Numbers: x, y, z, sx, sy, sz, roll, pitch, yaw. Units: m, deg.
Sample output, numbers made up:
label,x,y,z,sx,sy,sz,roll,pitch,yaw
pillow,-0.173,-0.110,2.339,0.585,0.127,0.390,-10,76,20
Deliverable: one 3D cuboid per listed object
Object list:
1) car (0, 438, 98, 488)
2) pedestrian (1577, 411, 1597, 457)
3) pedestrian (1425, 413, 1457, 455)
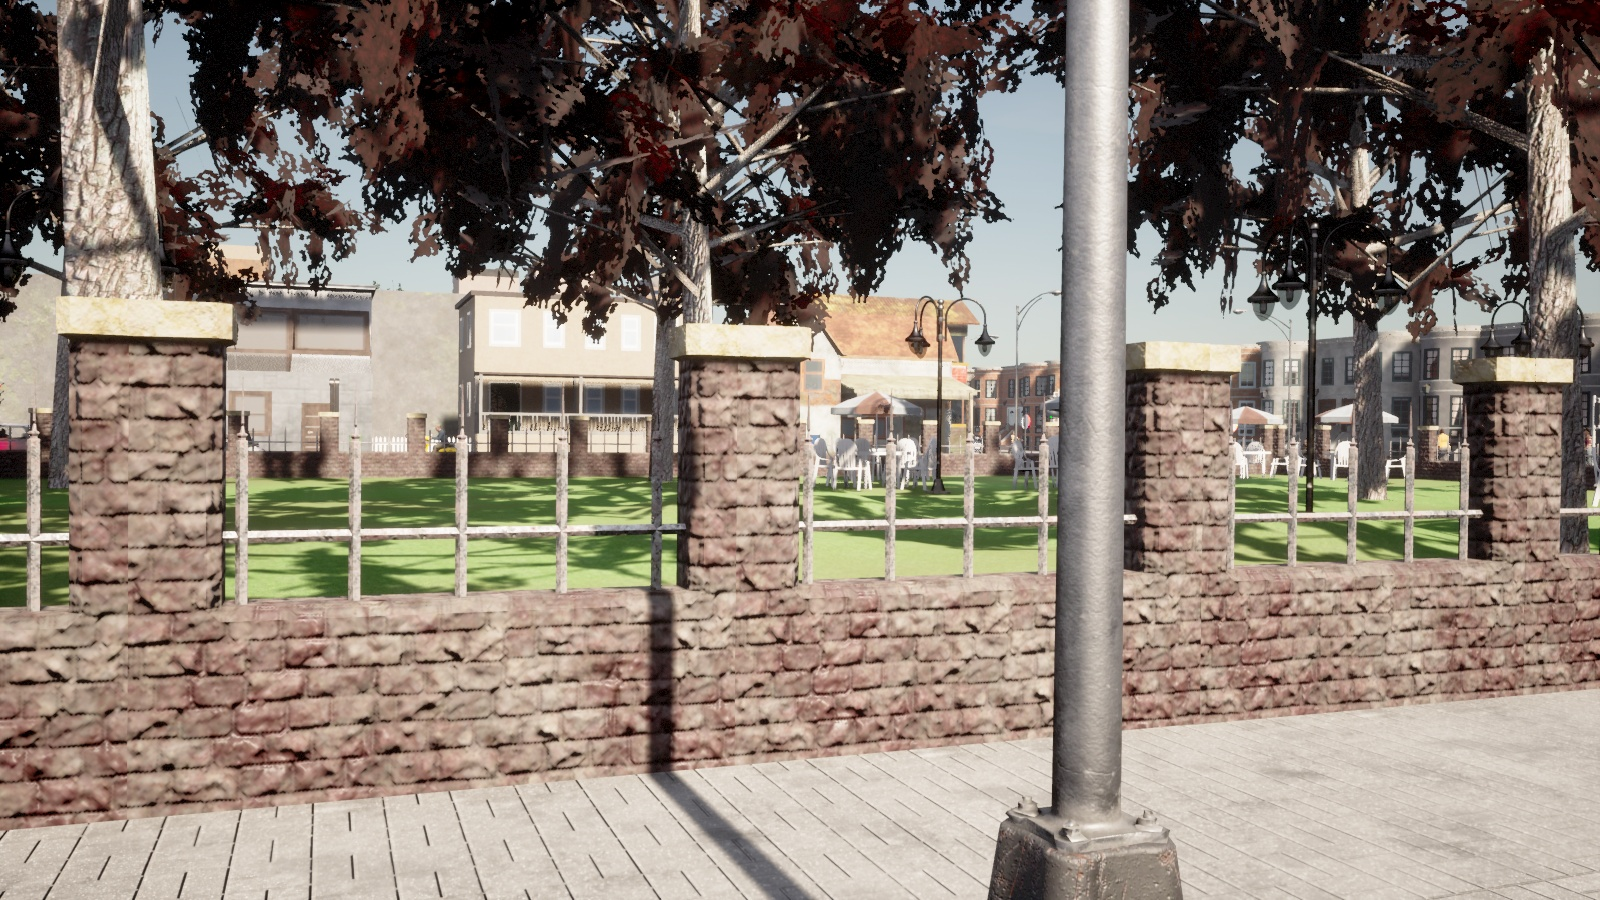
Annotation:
label,x,y,z,sx,sy,sz,roll,pitch,yaw
car,-24.034,0.392,38.811,3.806,1.475,1.970,-1,1,-21
pedestrian,31.298,-0.643,49.950,0.594,1.836,0.345,0,1,12
pedestrian,28.414,-0.705,55.667,0.874,1.855,0.900,-1,1,-7
